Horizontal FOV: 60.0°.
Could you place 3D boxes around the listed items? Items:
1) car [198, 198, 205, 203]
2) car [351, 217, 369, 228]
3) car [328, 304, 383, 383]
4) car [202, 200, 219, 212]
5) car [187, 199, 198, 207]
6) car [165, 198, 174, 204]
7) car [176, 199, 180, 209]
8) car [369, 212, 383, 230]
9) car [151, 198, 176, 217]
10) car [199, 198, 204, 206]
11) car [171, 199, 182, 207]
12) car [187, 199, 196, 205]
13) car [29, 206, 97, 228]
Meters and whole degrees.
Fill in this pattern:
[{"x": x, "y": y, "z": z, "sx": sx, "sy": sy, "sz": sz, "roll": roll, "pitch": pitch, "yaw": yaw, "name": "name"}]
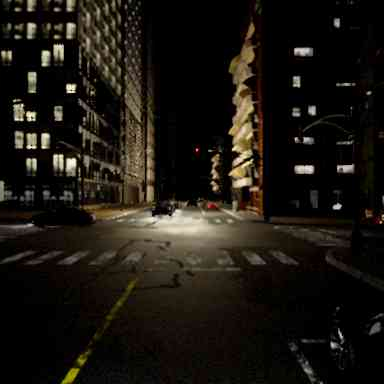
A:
[{"x": 2.647, "y": 2.430, "z": 91.533, "sx": 1.802, "sy": 1.307, "sz": 4.206, "roll": 0, "pitch": -1, "yaw": 0, "name": "car"}, {"x": 14.631, "y": 2.055, "z": 25.048, "sx": 4.829, "sy": 1.417, "sz": 1.752, "roll": 1, "pitch": -2, "yaw": 0, "name": "car"}, {"x": 2.691, "y": 1.591, "z": 2.705, "sx": 1.947, "sy": 1.339, "sz": 4.313, "roll": 0, "pitch": -1, "yaw": 0, "name": "car"}, {"x": 2.721, "y": 1.985, "z": 44.727, "sx": 1.802, "sy": 1.307, "sz": 4.206, "roll": 0, "pitch": -1, "yaw": 0, "name": "car"}, {"x": 0.068, "y": 2.150, "z": 64.310, "sx": 1.994, "sy": 1.385, "sz": 4.181, "roll": 0, "pitch": -1, "yaw": 0, "name": "car"}, {"x": -5.730, "y": 2.343, "z": 85.881, "sx": 2.008, "sy": 1.369, "sz": 4.403, "roll": 0, "pitch": -1, "yaw": 0, "name": "car"}, {"x": -3.116, "y": 1.894, "z": 44.690, "sx": 2.128, "sy": 1.511, "sz": 4.902, "roll": 0, "pitch": -1, "yaw": 0, "name": "car"}, {"x": 15.505, "y": 1.738, "z": 22.452, "sx": 5.566, "sy": 2.045, "sz": 2.150, "roll": 1, "pitch": -1, "yaw": -1, "name": "car"}, {"x": -3.112, "y": 1.671, "z": 35.644, "sx": 2.097, "sy": 1.767, "sz": 4.553, "roll": 0, "pitch": -1, "yaw": 0, "name": "car"}, {"x": 2.664, "y": 2.074, "z": 57.644, "sx": 2.008, "sy": 1.369, "sz": 4.403, "roll": 0, "pitch": -1, "yaw": 0, "name": "car"}, {"x": -3.031, "y": 2.063, "z": 64.219, "sx": 1.882, "sy": 1.535, "sz": 5.008, "roll": 0, "pitch": -1, "yaw": 0, "name": "car"}, {"x": -0.035, "y": 2.266, "z": 77.735, "sx": 1.994, "sy": 1.385, "sz": 4.181, "roll": 0, "pitch": -1, "yaw": 0, "name": "car"}, {"x": -8.515, "y": 1.635, "z": 22.234, "sx": 4.181, "sy": 1.385, "sz": 1.994, "roll": 1, "pitch": -1, "yaw": -1, "name": "car"}]
